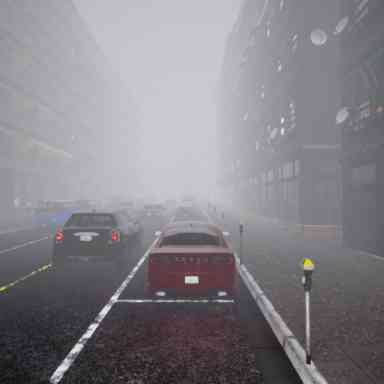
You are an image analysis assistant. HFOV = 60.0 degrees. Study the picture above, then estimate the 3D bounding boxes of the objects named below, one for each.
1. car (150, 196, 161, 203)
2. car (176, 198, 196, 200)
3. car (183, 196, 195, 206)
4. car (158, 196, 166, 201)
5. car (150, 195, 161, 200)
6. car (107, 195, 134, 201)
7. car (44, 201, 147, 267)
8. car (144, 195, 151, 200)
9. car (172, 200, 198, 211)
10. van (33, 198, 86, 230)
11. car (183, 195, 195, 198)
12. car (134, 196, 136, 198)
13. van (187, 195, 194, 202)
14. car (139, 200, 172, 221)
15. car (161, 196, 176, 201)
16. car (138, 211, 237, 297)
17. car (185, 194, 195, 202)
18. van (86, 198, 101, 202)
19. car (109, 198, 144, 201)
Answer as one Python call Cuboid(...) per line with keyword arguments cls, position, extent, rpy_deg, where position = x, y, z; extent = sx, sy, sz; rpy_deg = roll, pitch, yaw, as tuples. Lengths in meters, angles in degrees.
Cuboid(cls="car", position=(-8.321, 1.725, 76.059), extent=(1.887, 1.381, 4.507), rpy_deg=(1, 0, 0))
Cuboid(cls="car", position=(-0.437, 1.582, 31.754), extent=(1.887, 1.381, 4.507), rpy_deg=(1, 0, 0))
Cuboid(cls="car", position=(-0.471, 1.553, 59.411), extent=(1.967, 1.590, 4.097), rpy_deg=(1, 0, 0))
Cuboid(cls="car", position=(-8.323, 1.847, 92.652), extent=(1.802, 1.307, 4.206), rpy_deg=(1, 0, 0))
Cuboid(cls="car", position=(-8.315, 1.471, 70.528), extent=(2.192, 1.841, 5.009), rpy_deg=(1, 0, 0))
Cuboid(cls="car", position=(-8.313, 1.365, 37.346), extent=(2.192, 1.841, 5.009), rpy_deg=(1, 0, 0))
Cuboid(cls="car", position=(-3.020, 1.358, 11.602), extent=(2.097, 1.767, 4.553), rpy_deg=(0, 0, 0))
Cuboid(cls="car", position=(-8.320, 1.660, 53.938), extent=(1.947, 1.339, 4.313), rpy_deg=(1, 0, 0))
Cuboid(cls="car", position=(-0.437, 1.572, 26.224), extent=(1.887, 1.381, 4.507), rpy_deg=(1, 0, 0))
Cuboid(cls="van", position=(-8.312, 1.359, 20.753), extent=(1.690, 1.788, 3.998), rpy_deg=(2, 0, 0))
Cuboid(cls="car", position=(-0.428, 1.490, 37.286), extent=(1.967, 1.590, 4.097), rpy_deg=(1, 0, 0))
Cuboid(cls="car", position=(-8.313, 1.379, 42.876), extent=(2.192, 1.841, 5.009), rpy_deg=(1, 0, 0))
Cuboid(cls="van", position=(-0.471, 1.575, 87.068), extent=(1.690, 1.788, 3.998), rpy_deg=(1, 0, 0))
Cuboid(cls="car", position=(-2.939, 1.573, 25.347), extent=(2.033, 1.411, 5.357), rpy_deg=(0, 0, 0))
Cuboid(cls="car", position=(-2.928, 1.553, 47.554), extent=(1.882, 1.535, 5.008), rpy_deg=(0, 0, 0))
Cuboid(cls="car", position=(-0.006, 1.482, 8.653), extent=(1.882, 1.535, 5.008), rpy_deg=(0, 0, 0))
Cuboid(cls="car", position=(-0.470, 1.521, 81.536), extent=(2.192, 1.841, 5.009), rpy_deg=(1, 0, 0))
Cuboid(cls="van", position=(-8.313, 1.368, 26.285), extent=(1.690, 1.788, 3.998), rpy_deg=(1, 0, 0))
Cuboid(cls="car", position=(-5.864, 1.539, 30.165), extent=(1.837, 1.490, 4.892), rpy_deg=(0, 0, 0))
